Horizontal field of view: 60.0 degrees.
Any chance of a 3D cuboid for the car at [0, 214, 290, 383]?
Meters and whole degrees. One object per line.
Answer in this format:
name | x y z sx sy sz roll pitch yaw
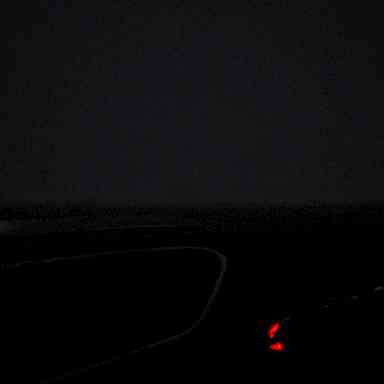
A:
car | -1.871 1.221 1.736 5.566 2.045 2.150 0 0 -36
